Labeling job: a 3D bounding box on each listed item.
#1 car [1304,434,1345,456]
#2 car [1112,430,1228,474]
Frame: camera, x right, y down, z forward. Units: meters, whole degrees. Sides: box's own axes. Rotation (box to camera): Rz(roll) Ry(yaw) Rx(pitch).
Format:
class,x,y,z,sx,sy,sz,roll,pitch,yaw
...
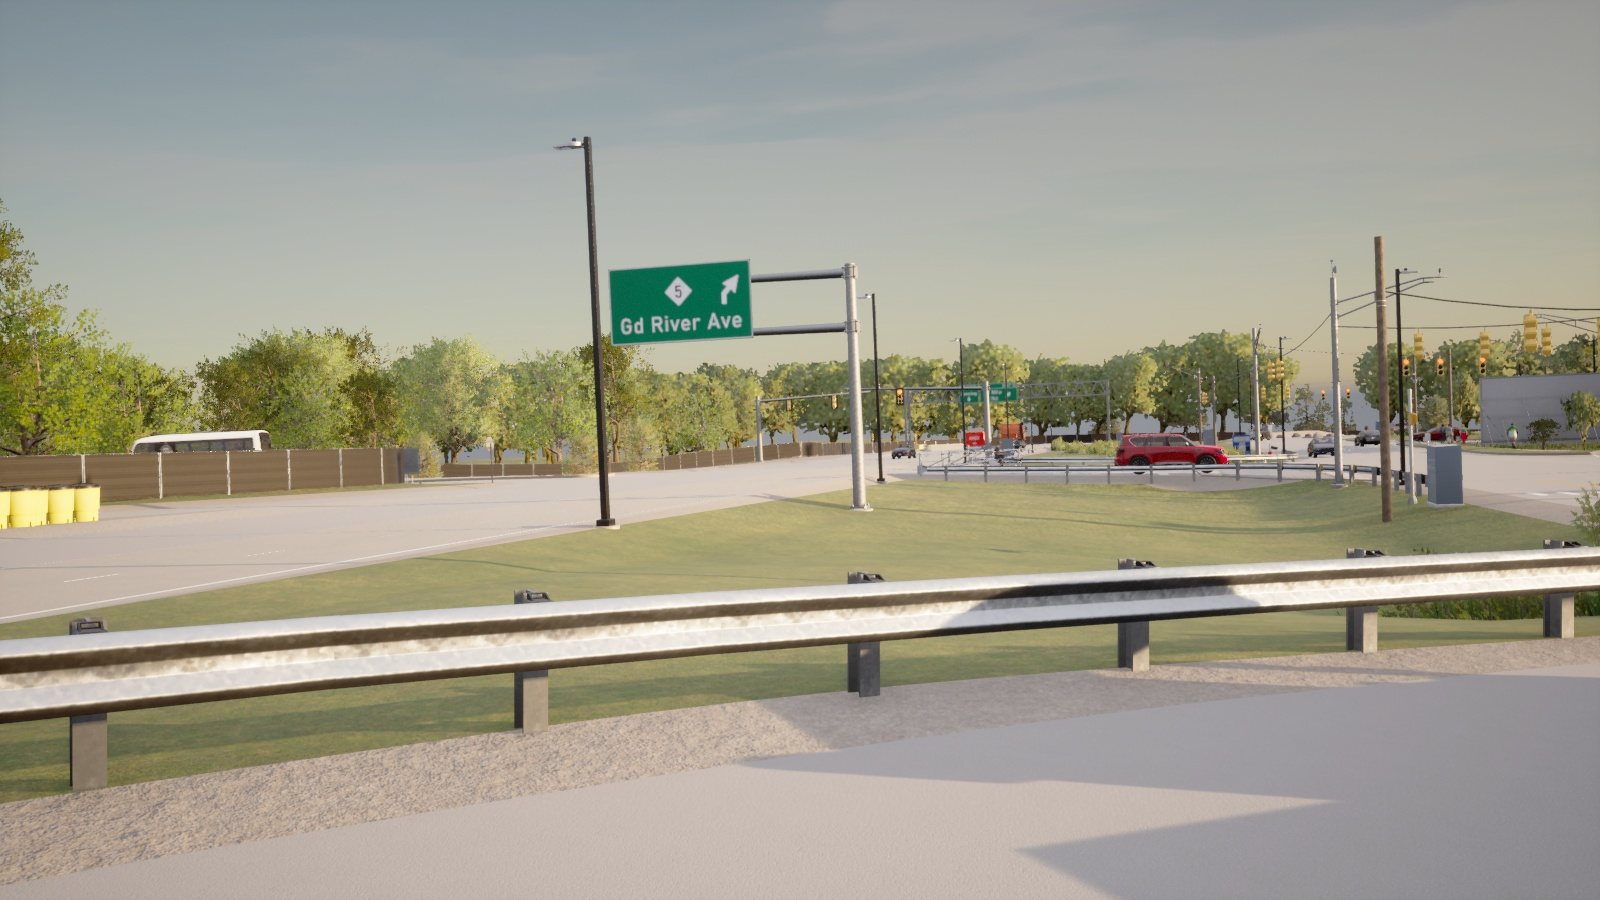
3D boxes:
class,x,y,z,sx,sy,sz,roll,pitch,yaw
car,37.892,-0.356,90.899,2.033,1.411,5.357,-2,1,16
car,18.902,0.090,64.235,5.566,2.045,2.150,-2,0,17
